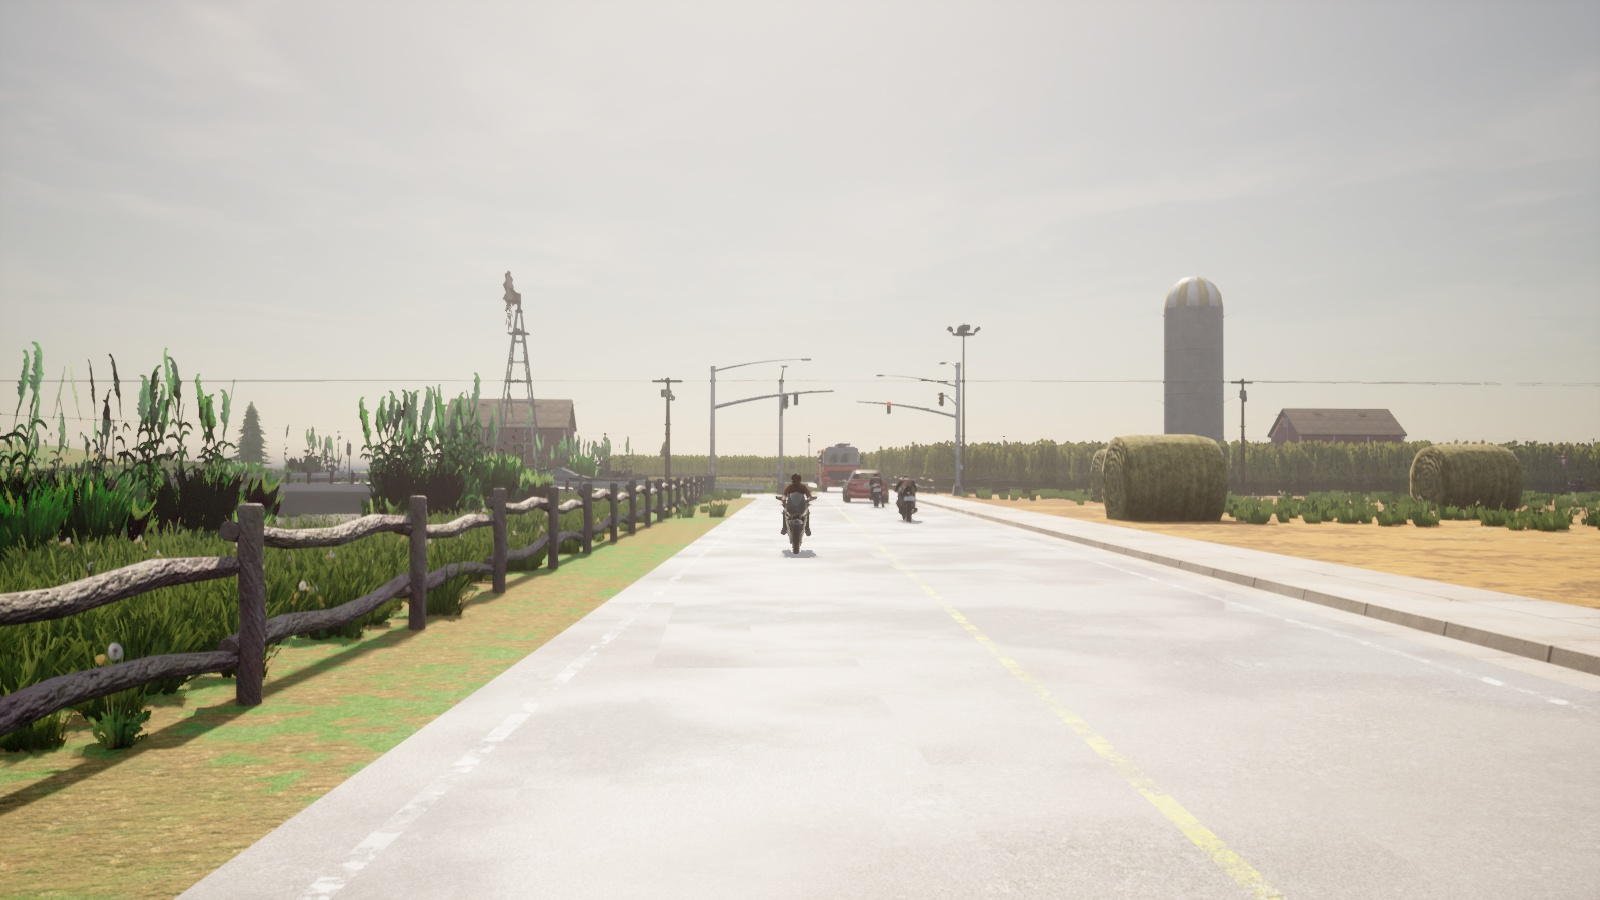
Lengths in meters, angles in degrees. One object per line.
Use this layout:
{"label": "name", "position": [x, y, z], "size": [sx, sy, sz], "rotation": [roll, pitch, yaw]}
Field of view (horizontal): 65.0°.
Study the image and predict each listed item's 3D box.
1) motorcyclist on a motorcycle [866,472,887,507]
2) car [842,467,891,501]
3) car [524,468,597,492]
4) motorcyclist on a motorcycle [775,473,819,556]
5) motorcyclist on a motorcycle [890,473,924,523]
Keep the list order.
{"label": "motorcyclist on a motorcycle", "position": [3.360, 1.718, 55.124], "size": [0.797, 1.523, 2.044], "rotation": [0, -1, 0]}
{"label": "car", "position": [3.340, 1.731, 64.063], "size": [2.242, 1.667, 4.611], "rotation": [0, -1, 0]}
{"label": "car", "position": [-15.365, 1.934, 80.726], "size": [4.181, 1.385, 1.994], "rotation": [2, -1, 3]}
{"label": "motorcyclist on a motorcycle", "position": [-0.062, 1.205, 24.090], "size": [0.797, 1.523, 2.044], "rotation": [0, -1, 0]}
{"label": "motorcyclist on a motorcycle", "position": [3.398, 1.514, 40.019], "size": [0.866, 1.530, 2.191], "rotation": [0, -1, 0]}
